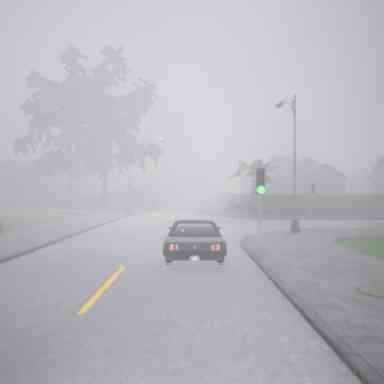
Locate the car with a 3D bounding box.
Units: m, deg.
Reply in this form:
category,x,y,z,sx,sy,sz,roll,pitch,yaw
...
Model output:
category,x,y,z,sx,sy,sz,roll,pitch,yaw
car,0.087,1.616,11.757,1.895,1.301,4.718,0,0,0
